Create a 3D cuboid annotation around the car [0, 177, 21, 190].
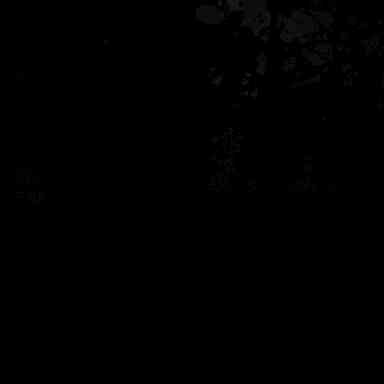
[{"bbox_3d":[-22.989,-1.197,41.324,5.008,1.535,1.882,6,3,41],"label":"car"}]
